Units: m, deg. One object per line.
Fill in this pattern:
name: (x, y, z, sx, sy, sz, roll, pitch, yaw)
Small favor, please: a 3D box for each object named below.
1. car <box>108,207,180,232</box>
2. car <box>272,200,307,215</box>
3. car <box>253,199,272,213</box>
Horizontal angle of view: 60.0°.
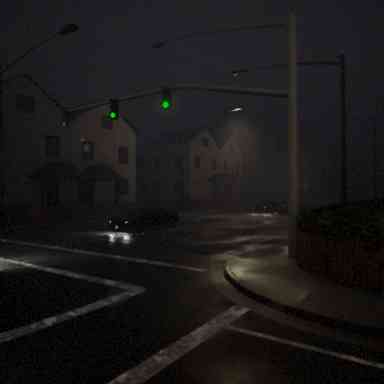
car: (-2.993, 1.707, 22.052, 2.033, 1.411, 5.357, -1, 0, 35)
car: (10.766, 1.671, 35.611, 2.033, 1.411, 5.357, -1, 0, 35)
car: (8.860, 1.666, 39.161, 1.837, 1.490, 4.892, -1, 0, 35)
